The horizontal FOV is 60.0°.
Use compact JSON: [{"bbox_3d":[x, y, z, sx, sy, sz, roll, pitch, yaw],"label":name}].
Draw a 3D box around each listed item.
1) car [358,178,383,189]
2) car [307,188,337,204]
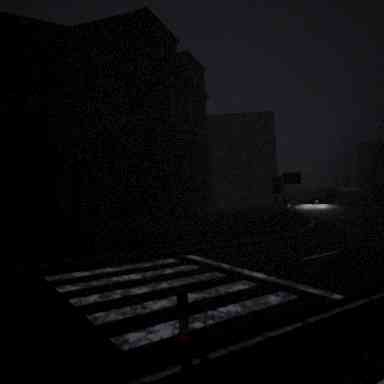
[{"bbox_3d":[26.060,-1.215,47.911,1.882,1.535,5.008,-5,3,-11],"label":"car"},{"bbox_3d":[12.904,0.306,32.723,2.033,1.411,5.357,-2,3,34],"label":"car"}]
